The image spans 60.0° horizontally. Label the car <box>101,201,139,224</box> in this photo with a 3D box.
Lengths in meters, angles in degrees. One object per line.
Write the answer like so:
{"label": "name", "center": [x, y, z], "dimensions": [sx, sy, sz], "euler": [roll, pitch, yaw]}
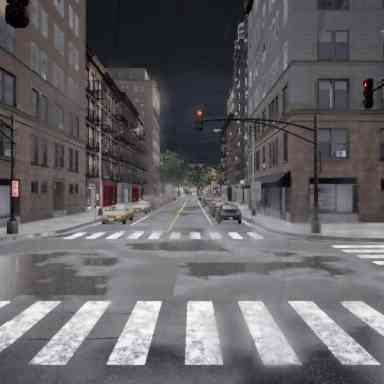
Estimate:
{"label": "car", "center": [-5.406, 1.526, 24.574], "dimensions": [1.752, 1.417, 4.829], "euler": [0, 0, 0]}

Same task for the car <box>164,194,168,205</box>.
{"label": "car", "center": [-5.384, 1.446, 52.153], "dimensions": [1.967, 1.590, 4.097], "euler": [0, 0, 0]}

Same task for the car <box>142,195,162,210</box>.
{"label": "car", "center": [-5.393, 1.319, 41.190], "dimensions": [2.192, 1.841, 5.009], "euler": [0, 0, 0]}

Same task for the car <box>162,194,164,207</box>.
{"label": "car", "center": [-5.389, 1.445, 46.672], "dimensions": [1.967, 1.590, 4.097], "euler": [0, 0, 0]}

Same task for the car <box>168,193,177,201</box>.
{"label": "car", "center": [-5.354, 1.330, 90.528], "dimensions": [2.192, 1.841, 5.009], "euler": [0, 0, 0]}

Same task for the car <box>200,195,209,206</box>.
{"label": "car", "center": [2.659, 1.557, 52.150], "dimensions": [2.008, 1.369, 4.403], "euler": [0, 0, 0]}

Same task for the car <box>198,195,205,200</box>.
{"label": "car", "center": [2.675, 1.597, 90.524], "dimensions": [1.802, 1.307, 4.206], "euler": [0, 0, 0]}

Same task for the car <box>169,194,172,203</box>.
{"label": "car", "center": [-5.376, 1.573, 63.118], "dimensions": [1.947, 1.339, 4.313], "euler": [0, 0, 0]}

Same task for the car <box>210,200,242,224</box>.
{"label": "car", "center": [2.647, 1.552, 24.740], "dimensions": [2.008, 1.369, 4.403], "euler": [0, 0, 0]}

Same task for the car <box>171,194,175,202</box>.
{"label": "car", "center": [-5.371, 1.324, 68.600], "dimensions": [2.192, 1.841, 5.009], "euler": [0, 0, 0]}

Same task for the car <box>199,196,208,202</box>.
{"label": "car", "center": [2.671, 1.556, 79.560], "dimensions": [1.887, 1.381, 4.507], "euler": [0, 0, 0]}

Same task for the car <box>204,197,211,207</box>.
{"label": "car", "center": [2.652, 1.554, 35.704], "dimensions": [2.008, 1.369, 4.403], "euler": [0, 0, 0]}

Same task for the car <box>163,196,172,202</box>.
{"label": "car", "center": [-5.367, 1.535, 73.912], "dimensions": [1.752, 1.417, 4.829], "euler": [0, 0, 0]}

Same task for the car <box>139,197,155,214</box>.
{"label": "car", "center": [-5.398, 1.528, 35.537], "dimensions": [1.752, 1.417, 4.829], "euler": [0, 0, 0]}

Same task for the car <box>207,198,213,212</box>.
{"label": "car", "center": [2.649, 1.547, 30.222], "dimensions": [1.887, 1.381, 4.507], "euler": [0, 0, 0]}

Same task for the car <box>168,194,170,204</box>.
{"label": "car", "center": [-5.380, 1.557, 57.635], "dimensions": [2.008, 1.369, 4.403], "euler": [0, 0, 0]}
